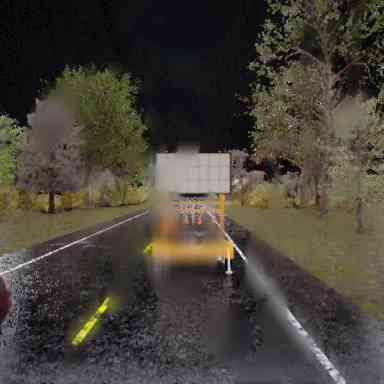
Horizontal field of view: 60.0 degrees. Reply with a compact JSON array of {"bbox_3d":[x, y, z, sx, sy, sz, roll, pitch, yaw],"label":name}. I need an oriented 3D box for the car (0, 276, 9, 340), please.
[{"bbox_3d":[-3.589,1.526,3.104,1.812,1.442,4.674,0,0,0],"label":"car"}]

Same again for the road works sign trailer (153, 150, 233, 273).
[{"bbox_3d":[0.040,0.467,10.645,2.380,3.560,2.880,0,0,0],"label":"road works sign trailer"}]

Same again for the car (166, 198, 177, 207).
[{"bbox_3d":[-3.318,1.616,53.304,2.033,1.411,5.357,0,0,0],"label":"car"}]
